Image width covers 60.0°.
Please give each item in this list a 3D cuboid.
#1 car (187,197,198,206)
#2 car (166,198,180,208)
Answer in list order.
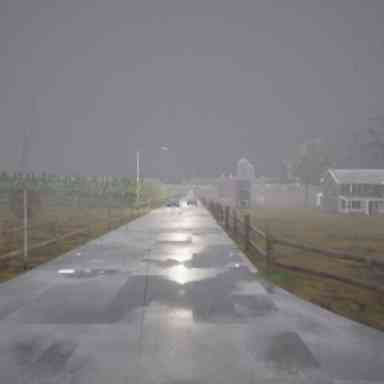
[{"bbox_3d":[0.008,1.592,55.858,2.033,1.411,5.357,0,0,0],"label":"car"},{"bbox_3d":[-2.743,1.591,49.635,2.033,1.411,5.357,0,0,0],"label":"car"}]
